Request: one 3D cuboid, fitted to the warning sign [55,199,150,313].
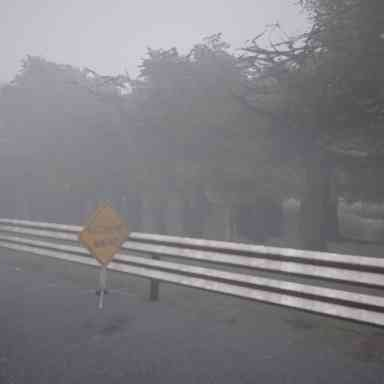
[{"bbox_3d":[-1.687,1.089,6.396,1.060,1.860,1.300,2,0,35],"label":"warning sign"}]
